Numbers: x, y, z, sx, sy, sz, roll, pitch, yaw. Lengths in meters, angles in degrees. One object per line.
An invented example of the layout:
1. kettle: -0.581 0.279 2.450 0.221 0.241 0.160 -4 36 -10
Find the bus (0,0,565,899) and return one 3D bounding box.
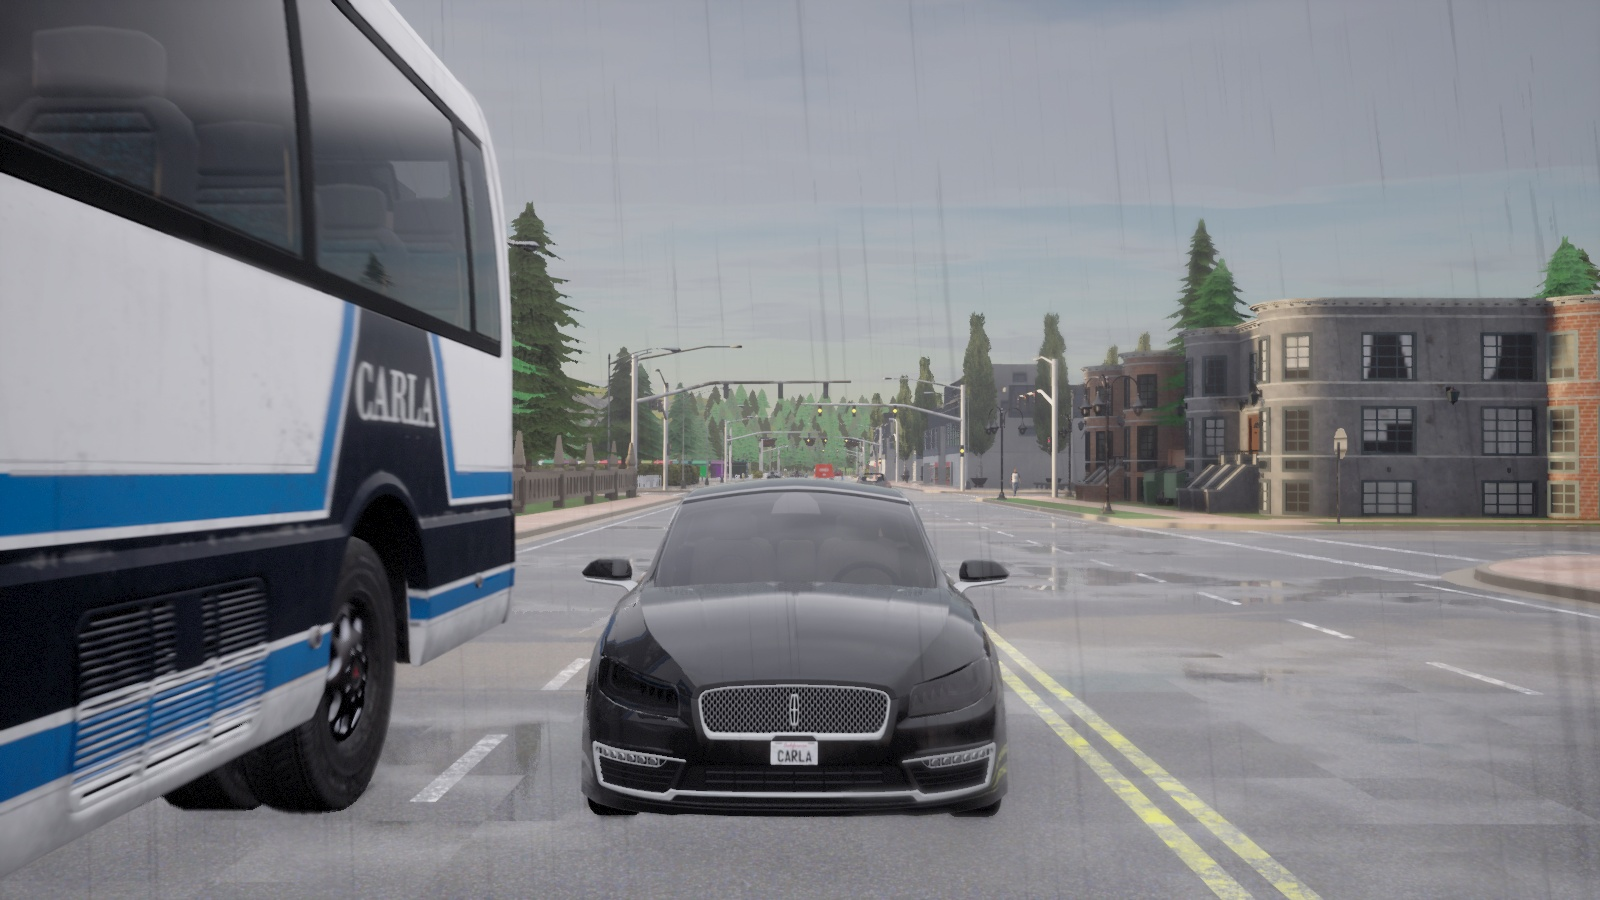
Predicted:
1. bus: -3.513 -0.495 3.155 3.944 4.253 10.273 0 -1 0

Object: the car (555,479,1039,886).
1. car: -0.017 0.940 7.222 1.837 1.490 4.892 0 -1 0

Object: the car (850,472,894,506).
1. car: 3.363 1.801 58.879 1.845 1.501 3.633 0 -1 0

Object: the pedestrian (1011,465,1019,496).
1. pedestrian: 12.911 1.813 75.319 0.354 1.836 0.706 0 -1 2
